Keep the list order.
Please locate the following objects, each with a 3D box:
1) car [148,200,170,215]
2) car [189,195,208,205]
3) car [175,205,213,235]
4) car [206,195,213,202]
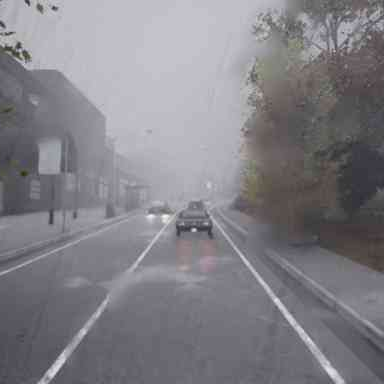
[{"bbox_3d":[-3.423,1.551,35.110,1.812,1.442,4.674,0,0,2],"label":"car"},{"bbox_3d":[0.621,1.514,41.741,1.837,1.490,4.892,-1,0,4],"label":"car"},{"bbox_3d":[0.102,1.612,18.802,1.895,1.301,4.718,0,0,0],"label":"car"},{"bbox_3d":[3.335,1.522,75.227,1.837,1.490,4.892,-2,0,18],"label":"car"}]
